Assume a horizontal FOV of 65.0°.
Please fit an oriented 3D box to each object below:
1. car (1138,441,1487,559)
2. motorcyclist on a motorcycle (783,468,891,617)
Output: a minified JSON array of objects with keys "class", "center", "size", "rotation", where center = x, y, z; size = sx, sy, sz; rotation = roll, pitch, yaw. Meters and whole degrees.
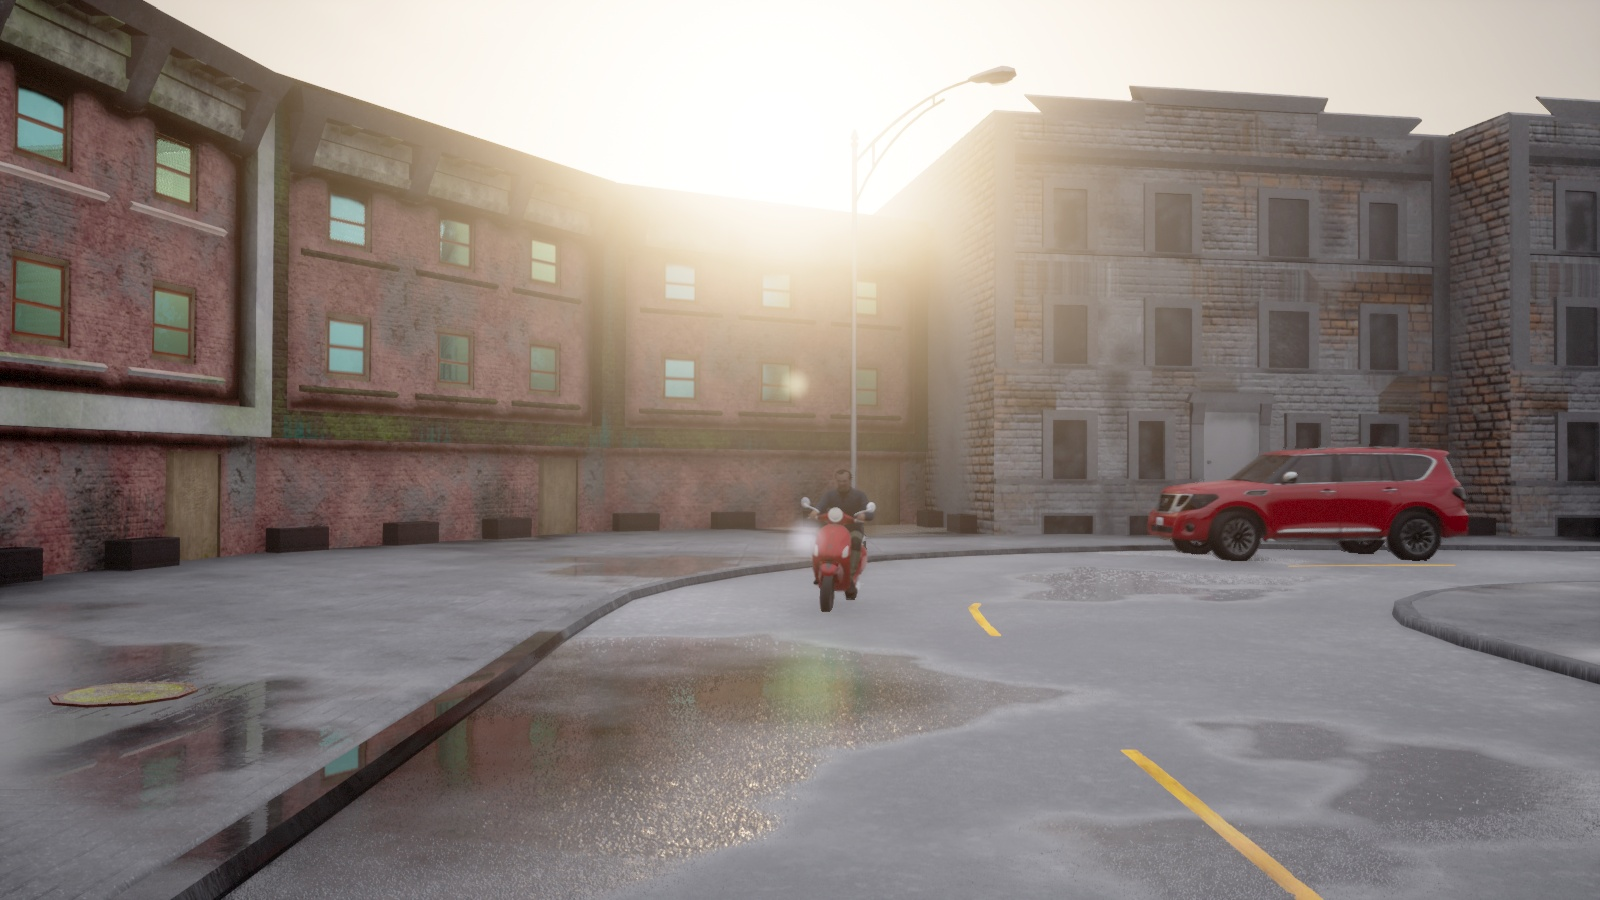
[{"class":"car","center":[9.345,0.886,23.198],"size":[5.566,2.045,2.150],"rotation":[0,-1,-4]},{"class":"motorcyclist on a motorcycle","center":[0.465,1.012,14.558],"size":[0.866,1.590,1.817],"rotation":[1,-1,14]}]
